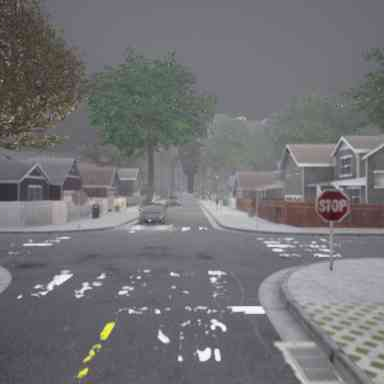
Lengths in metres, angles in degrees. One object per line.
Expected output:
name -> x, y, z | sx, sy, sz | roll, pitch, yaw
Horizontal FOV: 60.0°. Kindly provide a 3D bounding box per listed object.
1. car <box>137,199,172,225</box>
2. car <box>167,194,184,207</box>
car -> -2.780, 1.583, 24.447 | 1.837, 1.490, 4.892 | 0, 2, 0
car -> -2.812, 1.393, 51.688 | 2.097, 1.767, 4.553 | 0, 0, 0
